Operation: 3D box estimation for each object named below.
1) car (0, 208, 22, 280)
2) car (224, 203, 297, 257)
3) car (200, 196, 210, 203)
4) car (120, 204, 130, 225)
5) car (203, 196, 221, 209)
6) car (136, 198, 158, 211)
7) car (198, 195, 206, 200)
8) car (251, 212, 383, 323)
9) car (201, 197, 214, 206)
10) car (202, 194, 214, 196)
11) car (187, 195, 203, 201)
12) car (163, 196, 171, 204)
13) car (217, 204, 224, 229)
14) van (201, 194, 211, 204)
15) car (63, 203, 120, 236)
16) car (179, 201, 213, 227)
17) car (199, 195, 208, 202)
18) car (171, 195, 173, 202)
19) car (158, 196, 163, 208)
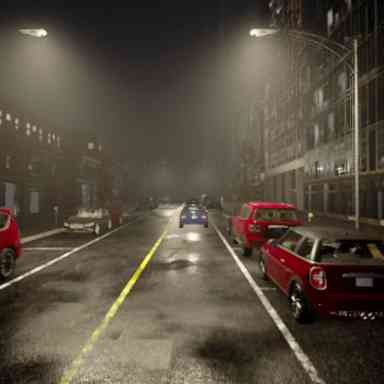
[{"bbox_3d":[-5.673,1.317,7.215,2.192,1.841,5.009,1,0,0],"label":"car"},{"bbox_3d":[2.707,1.318,12.802,2.192,1.841,5.009,1,0,0],"label":"car"},{"bbox_3d":[2.676,1.589,69.243,1.947,1.339,4.313,1,0,0],"label":"car"},{"bbox_3d":[-5.676,1.551,24.146,1.887,1.381,4.507,1,0,0],"label":"car"},{"bbox_3d":[2.706,1.578,41.022,1.947,1.339,4.313,1,0,0],"label":"car"},{"bbox_3d":[-5.672,1.452,41.079,1.967,1.590,4.097,1,0,0],"label":"car"},{"bbox_3d":[2.678,1.601,91.819,1.947,1.339,4.313,1,0,0],"label":"car"},{"bbox_3d":[2.704,1.442,7.158,1.967,1.590,4.097,1,0,0],"label":"car"},{"bbox_3d":[2.692,1.569,57.954,2.008,1.369,4.403,1,0,0],"label":"car"},{"bbox_3d":[2.719,1.331,52.310,2.192,1.841,5.009,1,0,0],"label":"car"},{"bbox_3d":[0.105,1.517,42.411,1.837,1.490,4.892,0,0,0],"label":"car"},{"bbox_3d":[-5.672,1.587,63.655,1.947,1.339,4.313,1,0,0],"label":"car"},{"bbox_3d":[2.704,1.570,18.446,1.947,1.339,4.313,1,0,0],"label":"car"},{"bbox_3d":[2.682,1.362,63.599,1.690,1.788,3.998,1,0,0],"label":"van"},{"bbox_3d":[-5.676,1.555,18.503,2.008,1.369,4.403,1,0,0],"label":"car"},{"bbox_3d":[0.104,1.552,22.503,2.033,1.411,5.357,0,0,0],"label":"car"},{"bbox_3d":[2.679,1.469,80.531,1.967,1.590,4.097,1,0,0],"label":"car"},{"bbox_3d":[-5.669,1.463,69.299,1.967,1.590,4.097,1,0,0],"label":"car"},{"bbox_3d":[-5.673,1.580,46.723,1.947,1.339,4.313,1,0,0],"label":"car"}]
